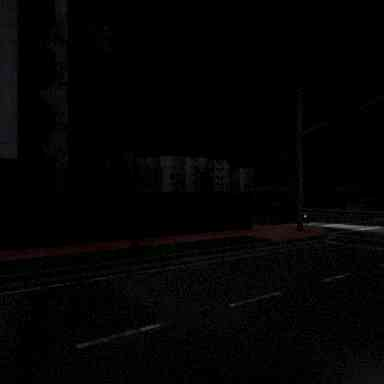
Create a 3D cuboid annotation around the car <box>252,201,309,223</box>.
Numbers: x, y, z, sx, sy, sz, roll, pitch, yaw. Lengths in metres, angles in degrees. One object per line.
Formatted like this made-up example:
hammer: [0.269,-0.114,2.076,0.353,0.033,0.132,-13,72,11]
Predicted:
car: [6.746,1.491,26.051,2.128,1.511,4.902,0,0,-36]
